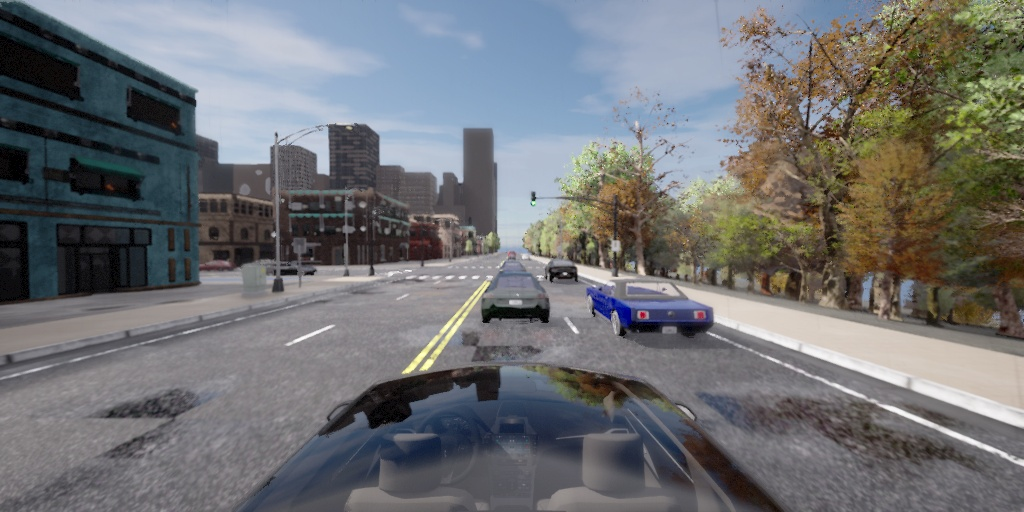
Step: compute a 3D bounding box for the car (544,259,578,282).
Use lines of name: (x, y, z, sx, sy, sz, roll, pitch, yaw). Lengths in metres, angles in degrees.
car: (3.348, 0.945, 25.069, 1.882, 1.535, 5.008, 0, 1, 0)

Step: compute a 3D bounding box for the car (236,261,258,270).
car: (-28.285, 1.087, 40.957, 4.403, 1.370, 2.007, 0, 0, 0)

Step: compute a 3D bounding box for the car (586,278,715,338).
car: (3.350, 1.252, 9.821, 1.895, 1.301, 4.718, 0, 1, 0)

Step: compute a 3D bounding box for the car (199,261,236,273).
car: (-33.821, 1.181, 40.964, 4.207, 1.307, 1.802, 0, 0, 0)

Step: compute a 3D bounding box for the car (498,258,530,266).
car: (0.007, 1.034, 24.787, 1.994, 1.385, 4.181, 0, 1, -1)

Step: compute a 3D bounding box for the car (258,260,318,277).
car: (-19.951, 1.194, 32.447, 4.313, 1.339, 1.948, 0, 0, 0)

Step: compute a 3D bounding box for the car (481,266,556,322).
car: (0.100, 1.193, 11.689, 1.994, 1.385, 4.181, 0, 1, 0)
